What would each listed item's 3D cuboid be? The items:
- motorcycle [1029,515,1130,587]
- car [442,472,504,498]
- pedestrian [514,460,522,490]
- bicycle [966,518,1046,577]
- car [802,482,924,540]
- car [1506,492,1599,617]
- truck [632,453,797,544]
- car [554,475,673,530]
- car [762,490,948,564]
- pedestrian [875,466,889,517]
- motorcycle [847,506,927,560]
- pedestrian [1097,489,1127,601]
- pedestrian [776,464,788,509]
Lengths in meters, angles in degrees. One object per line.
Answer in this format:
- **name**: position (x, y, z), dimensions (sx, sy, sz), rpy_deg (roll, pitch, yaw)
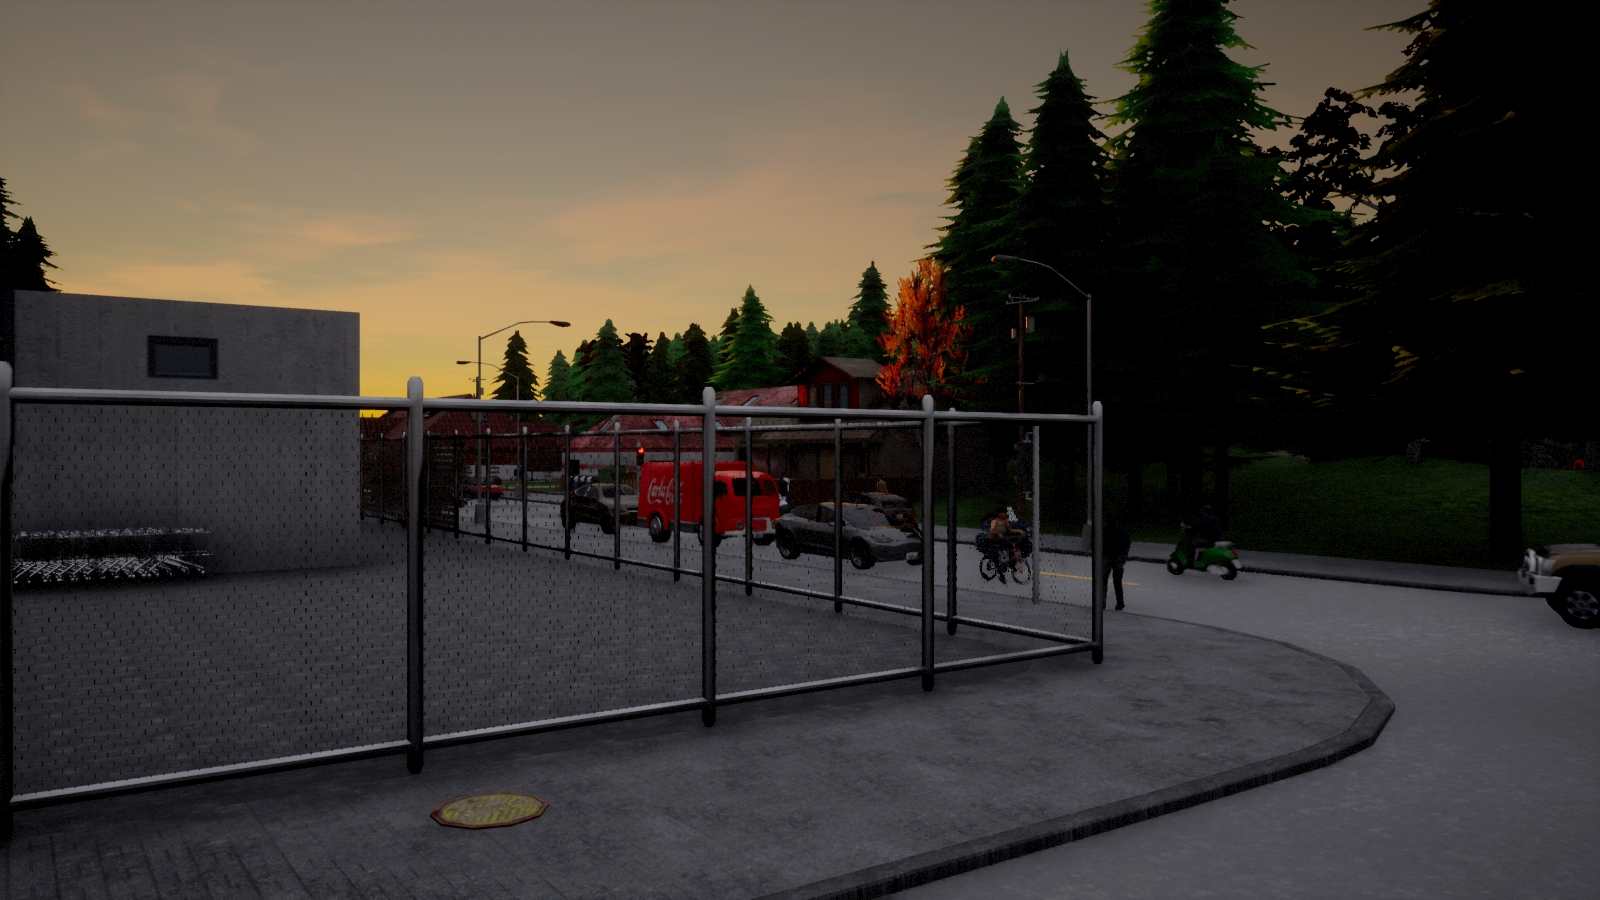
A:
- **motorcycle**: position (5.490, 1.959, 22.514), dimensions (0.856, 1.236, 1.805), rpy_deg (0, 0, -35)
- **car**: position (-18.175, 1.931, 63.324), dimensions (1.895, 1.301, 4.718), rpy_deg (0, 0, -35)
- **pedestrian**: position (-17.250, 1.519, 69.853), dimensions (0.375, 1.860, 0.375), rpy_deg (0, 0, 9)
- **bicycle**: position (4.334, 2.034, 24.135), dimensions (0.859, 1.080, 1.487), rpy_deg (0, 1, -35)
- **car**: position (1.867, 1.802, 34.631), dimensions (1.789, 1.549, 3.705), rpy_deg (0, 0, -35)
- **car**: position (13.866, 1.639, 17.895), dimensions (4.605, 1.855, 1.932), rpy_deg (0, 0, 27)
- **truck**: position (-2.651, 1.351, 34.155), dimensions (2.627, 2.467, 5.204), rpy_deg (0, 0, -35)
- **car**: position (-6.576, 1.769, 39.829), dimensions (2.152, 1.651, 5.027), rpy_deg (0, 0, -35)
- **car**: position (1.254, 1.840, 28.558), dimensions (2.163, 1.488, 4.792), rpy_deg (0, 0, -35)
- **pedestrian**: position (3.029, 1.521, 42.233), dimensions (0.375, 1.860, 0.375), rpy_deg (0, 0, -32)
- **motorcycle**: position (2.081, 1.990, 27.661), dimensions (0.803, 1.145, 2.033), rpy_deg (0, 0, -36)
- **pedestrian**: position (5.319, 1.612, 19.473), dimensions (0.375, 1.860, 0.375), rpy_deg (0, 0, 41)
- **pedestrian**: position (-0.753, 1.520, 47.758), dimensions (0.375, 1.860, 0.375), rpy_deg (0, 0, -36)
